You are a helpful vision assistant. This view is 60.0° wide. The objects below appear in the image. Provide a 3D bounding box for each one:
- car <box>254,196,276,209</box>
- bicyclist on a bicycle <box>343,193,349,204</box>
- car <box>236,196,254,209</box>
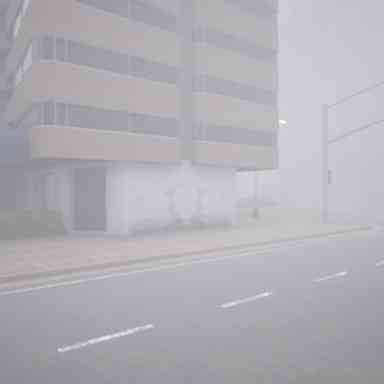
[{"bbox_3d":[8.375,1.228,42.064,1.882,1.535,5.008,-1,0,-36],"label":"car"},{"bbox_3d":[22.119,0.936,47.775,1.656,1.620,0.582,-1,1,-36],"label":"bicyclist on a bicycle"},{"bbox_3d":[5.072,1.343,40.659,1.994,1.385,4.181,-1,0,-36],"label":"car"}]
